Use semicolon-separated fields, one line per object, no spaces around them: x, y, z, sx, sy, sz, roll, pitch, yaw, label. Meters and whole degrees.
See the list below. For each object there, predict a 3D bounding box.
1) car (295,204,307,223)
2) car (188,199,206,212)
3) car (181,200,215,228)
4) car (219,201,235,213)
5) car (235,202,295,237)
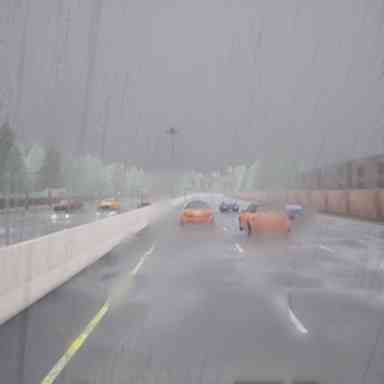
7.427;1.581;25.630;1.812;1.442;4.674;0;0;1;car
0.625;1.617;39.574;1.994;1.385;4.181;0;0;1;car
0.390;1.381;22.481;2.097;1.767;4.553;0;0;1;car
4.097;1.661;37.568;1.895;1.301;4.718;0;0;1;car
3.842;1.387;18.349;2.097;1.767;4.553;0;0;1;car
